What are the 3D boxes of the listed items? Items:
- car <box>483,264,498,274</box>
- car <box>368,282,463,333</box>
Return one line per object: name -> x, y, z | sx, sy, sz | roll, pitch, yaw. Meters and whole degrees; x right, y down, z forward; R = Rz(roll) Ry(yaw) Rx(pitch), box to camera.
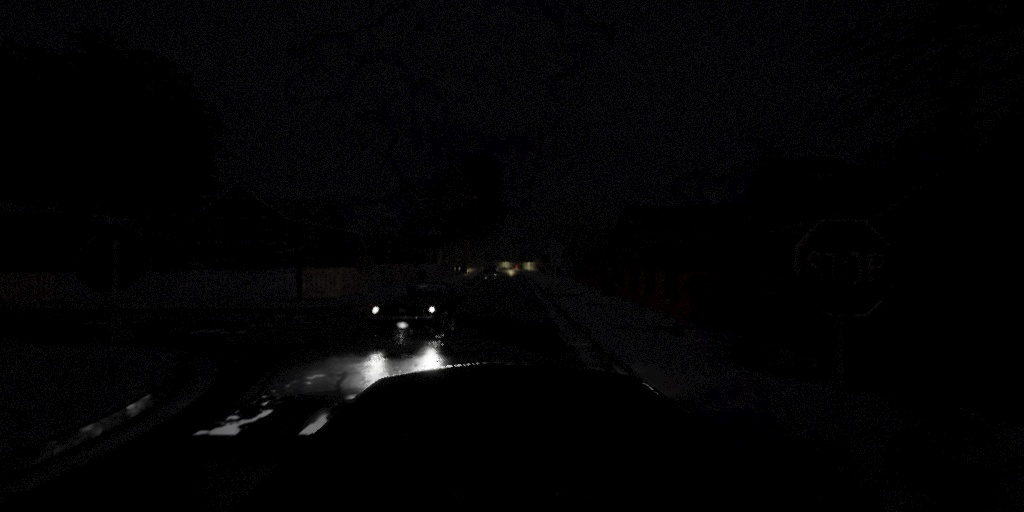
car -> -3.126, 1.848, 51.870 | 2.033, 1.411, 5.357 | 0, -1, -3
car -> -2.762, 1.512, 11.284 | 1.895, 1.301, 4.718 | -1, -2, 0
